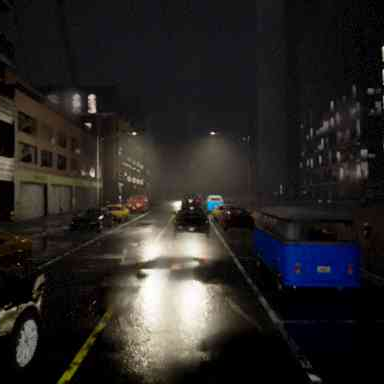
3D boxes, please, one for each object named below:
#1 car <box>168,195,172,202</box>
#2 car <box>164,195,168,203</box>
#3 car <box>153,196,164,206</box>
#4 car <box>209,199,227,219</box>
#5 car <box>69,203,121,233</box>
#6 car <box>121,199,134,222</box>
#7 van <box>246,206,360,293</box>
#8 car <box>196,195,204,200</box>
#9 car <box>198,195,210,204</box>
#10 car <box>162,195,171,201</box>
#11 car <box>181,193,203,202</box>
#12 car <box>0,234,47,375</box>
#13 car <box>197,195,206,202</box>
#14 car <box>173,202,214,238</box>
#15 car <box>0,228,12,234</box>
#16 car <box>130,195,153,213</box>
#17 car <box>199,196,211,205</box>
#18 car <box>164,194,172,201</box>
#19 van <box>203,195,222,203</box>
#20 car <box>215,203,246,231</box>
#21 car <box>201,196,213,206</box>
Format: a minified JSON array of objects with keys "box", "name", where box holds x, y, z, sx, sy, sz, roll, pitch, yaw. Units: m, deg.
[{"box":[-6.179,1.505,75.322,1.887,1.381,4.507,1,0,0],"name":"car"},{"box":[-6.105,1.551,64.183,1.802,1.307,4.206,1,0,0],"name":"car"},{"box":[-6.032,1.523,53.043,1.887,1.381,4.507,1,0,0],"name":"car"},{"box":[2.532,1.483,25.419,1.752,1.417,4.829,1,0,0],"name":"car"},{"box":[-5.810,1.560,19.625,2.008,1.369,4.403,1,0,0],"name":"car"},{"box":[-5.846,1.529,25.026,1.752,1.417,4.829,1,0,0],"name":"car"},{"box":[2.646,1.317,8.542,1.690,1.788,3.998,1,0,0],"name":"van"},{"box":[2.128,1.457,86.515,2.008,1.369,4.403,1,0,0],"name":"car"},{"box":[2.276,1.364,64.237,1.967,1.590,4.097,1,0,0],"name":"car"},{"box":[-6.215,1.522,80.892,1.947,1.339,4.313,1,0,0],"name":"car"},{"box":[-0.169,1.178,39.909,2.150,2.045,5.566,0,0,0],"name":"car"},{"box":[-3.020,1.491,2.791,1.882,1.535,5.008,0,0,0],"name":"car"},{"box":[2.201,1.459,75.376,1.887,1.381,4.507,1,0,0],"name":"car"},{"box":[-0.034,1.506,17.600,1.812,1.442,4.674,0,0,0],"name":"car"},{"box":[-5.735,1.547,8.317,1.752,1.417,4.829,1,0,0],"name":"car"},{"box":[-5.918,1.308,36.334,2.192,1.841,5.009,1,0,0],"name":"car"},{"box":[2.311,1.473,58.667,1.887,1.381,4.507,1,0,0],"name":"car"},{"box":[-6.251,1.392,86.461,1.967,1.590,4.097,1,0,0],"name":"car"},{"box":[2.461,1.288,36.390,1.690,1.788,3.998,1,0,0],"name":"van"},{"box":[2.570,1.546,19.680,1.802,1.307,4.206,1,0,0],"name":"car"},{"box":[2.347,1.458,53.267,1.752,1.417,4.829,1,0,0],"name":"car"}]
